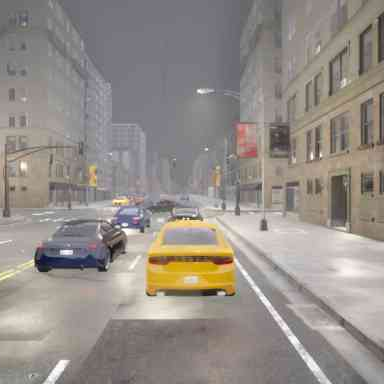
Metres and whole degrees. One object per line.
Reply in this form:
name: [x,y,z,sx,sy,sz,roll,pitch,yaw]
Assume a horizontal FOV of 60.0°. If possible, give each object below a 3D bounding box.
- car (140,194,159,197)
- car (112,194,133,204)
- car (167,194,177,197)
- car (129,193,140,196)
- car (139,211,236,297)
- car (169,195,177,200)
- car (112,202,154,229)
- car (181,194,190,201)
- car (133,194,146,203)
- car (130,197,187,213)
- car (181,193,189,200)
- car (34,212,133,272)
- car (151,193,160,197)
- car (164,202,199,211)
car: [-7.813,1.574,60.806,2.033,1.411,5.357,0,0,-1]
car: [-10.897,1.500,51.201,1.882,1.535,5.008,0,0,-1]
car: [-4.923,1.381,80.629,2.097,1.767,4.553,0,0,-1]
car: [-11.072,1.248,61.136,2.150,2.045,5.566,0,0,-1]
car: [-0.054,1.480,8.656,1.882,1.535,5.008,0,0,-1]
car: [-5.135,1.438,90.660,2.033,1.411,5.357,0,0,-1]
car: [-3.535,1.532,19.536,1.812,1.442,4.674,0,0,-1]
car: [-1.673,1.381,80.698,2.097,1.767,4.553,0,0,-1]
car: [-11.224,1.384,71.125,2.097,1.767,4.553,0,0,-1]
car: [-3.286,1.514,33.073,4.892,1.490,1.837,0,-1,-38]
car: [-1.885,1.253,90.699,2.097,1.767,4.553,0,0,-1]
car: [-3.356,1.566,10.794,1.994,1.385,4.181,0,0,-1]
car: [-7.977,1.254,71.281,2.150,2.045,5.566,0,0,-1]
car: [-0.354,1.510,18.137,1.837,1.490,4.892,0,0,-1]
